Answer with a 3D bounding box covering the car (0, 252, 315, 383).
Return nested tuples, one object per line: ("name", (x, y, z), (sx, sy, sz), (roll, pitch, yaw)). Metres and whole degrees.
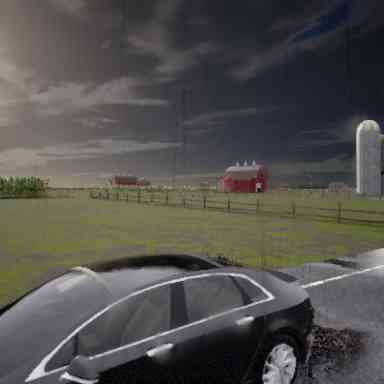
("car", (-0.721, 1.505, 3.474), (4.892, 1.490, 1.837), (0, 0, -35))
